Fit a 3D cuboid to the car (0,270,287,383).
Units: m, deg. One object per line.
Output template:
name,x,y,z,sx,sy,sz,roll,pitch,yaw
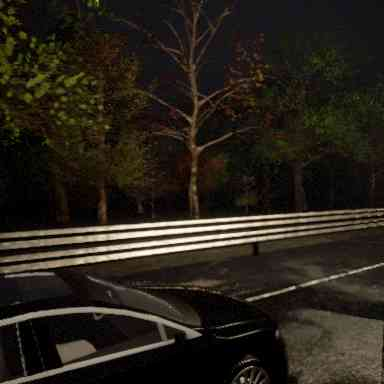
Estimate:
car,-1.220,1.488,2.869,4.902,1.511,2.128,0,0,-36
